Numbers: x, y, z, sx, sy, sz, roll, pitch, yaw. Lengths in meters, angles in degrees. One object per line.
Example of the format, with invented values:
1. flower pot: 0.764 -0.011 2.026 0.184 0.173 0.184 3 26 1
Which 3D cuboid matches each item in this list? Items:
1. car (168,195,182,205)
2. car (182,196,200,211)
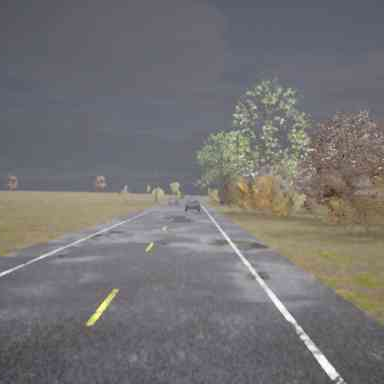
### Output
1. car: -3.539 1.674 63.075 2.128 1.511 4.902 0 0 1
2. car: 0.092 1.609 42.201 2.128 1.511 4.902 0 0 0
